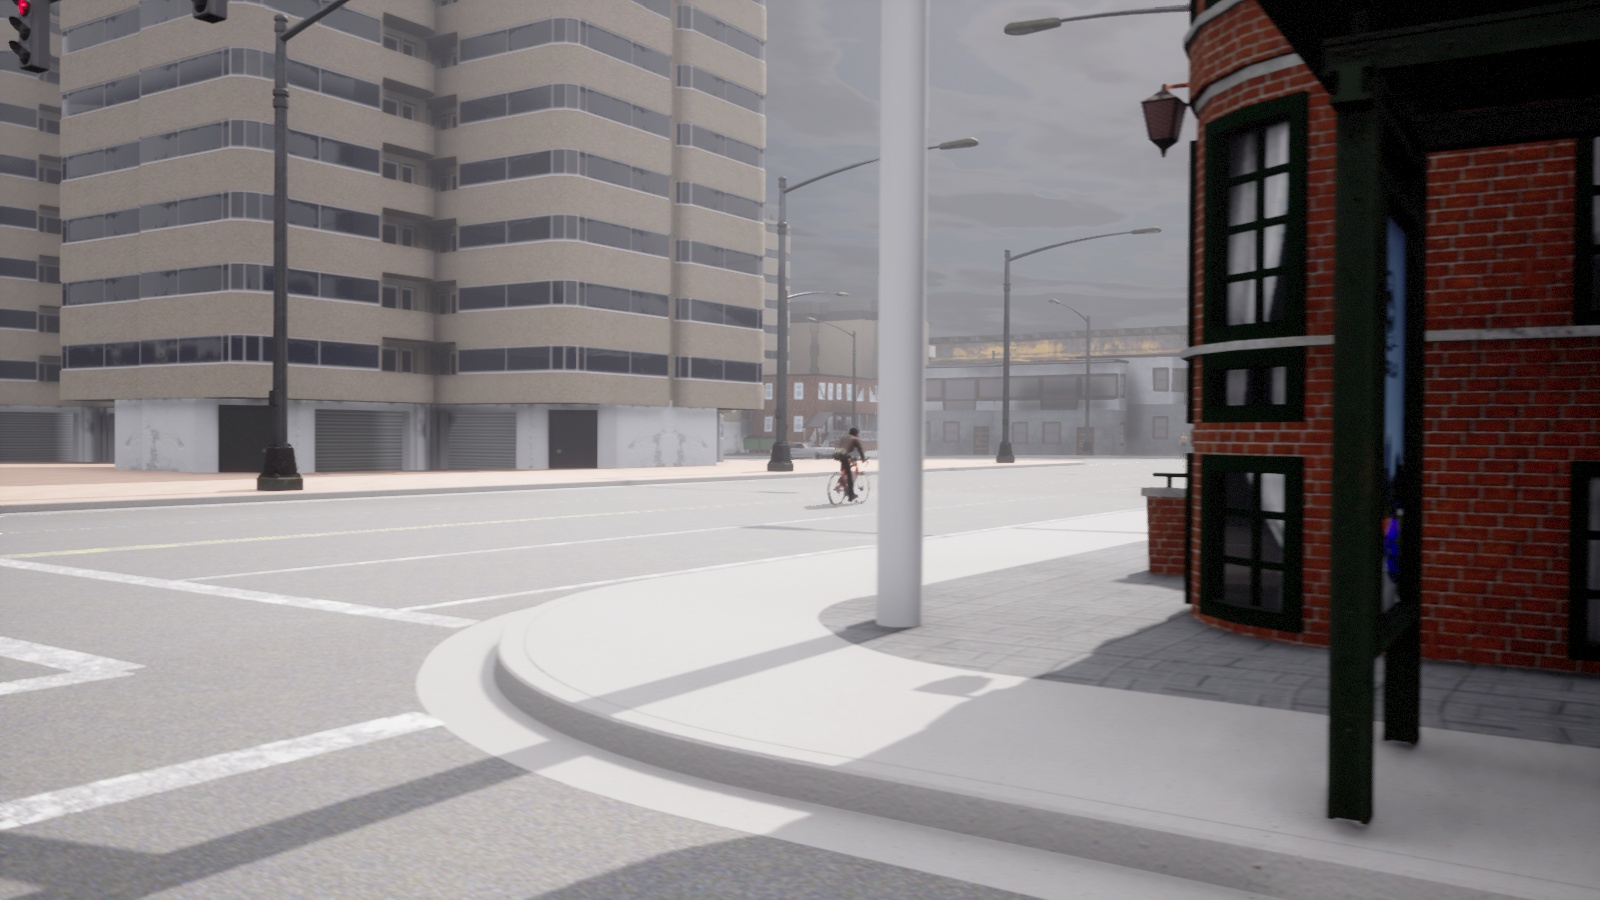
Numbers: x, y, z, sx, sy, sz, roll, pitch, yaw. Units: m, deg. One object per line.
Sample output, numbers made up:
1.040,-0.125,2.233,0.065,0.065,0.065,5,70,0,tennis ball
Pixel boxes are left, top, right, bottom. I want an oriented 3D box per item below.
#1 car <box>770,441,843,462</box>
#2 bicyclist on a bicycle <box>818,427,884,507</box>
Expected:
0.448,0.105,87.333,4.718,1.301,1.895,-2,0,32,car
1.071,0.339,26.152,0.582,1.620,1.656,0,1,34,bicyclist on a bicycle
